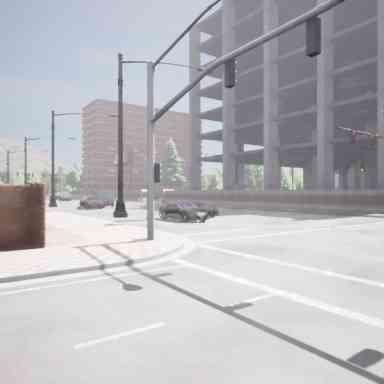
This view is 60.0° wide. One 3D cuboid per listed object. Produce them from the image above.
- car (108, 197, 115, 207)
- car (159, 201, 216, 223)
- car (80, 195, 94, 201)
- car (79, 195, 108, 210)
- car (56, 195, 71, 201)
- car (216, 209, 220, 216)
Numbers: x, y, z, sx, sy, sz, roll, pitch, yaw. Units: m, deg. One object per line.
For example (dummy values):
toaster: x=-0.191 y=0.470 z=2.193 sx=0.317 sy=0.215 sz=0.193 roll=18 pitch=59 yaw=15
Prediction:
car: x=-12.935 y=1.505 z=49.048 sx=1.837 sy=1.490 sz=4.892 roll=0 pitch=0 yaw=-35
car: x=-0.716 y=1.490 z=25.422 sx=2.128 sy=1.511 sz=4.902 roll=0 pitch=0 yaw=-35
car: x=-24.602 y=1.362 z=78.078 sx=1.812 sy=1.442 sz=4.674 roll=0 pitch=0 yaw=-35
car: x=-13.024 y=1.351 z=43.035 sx=2.097 sy=1.767 sz=4.553 roll=0 pitch=0 yaw=-35
car: x=-30.968 y=1.593 z=81.077 sx=1.895 sy=1.301 sz=4.718 roll=0 pitch=0 yaw=-35
car: x=0.186 y=1.546 z=30.224 sx=2.033 sy=1.411 sz=5.357 roll=0 pitch=0 yaw=-35
